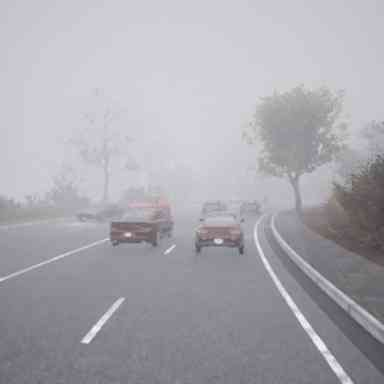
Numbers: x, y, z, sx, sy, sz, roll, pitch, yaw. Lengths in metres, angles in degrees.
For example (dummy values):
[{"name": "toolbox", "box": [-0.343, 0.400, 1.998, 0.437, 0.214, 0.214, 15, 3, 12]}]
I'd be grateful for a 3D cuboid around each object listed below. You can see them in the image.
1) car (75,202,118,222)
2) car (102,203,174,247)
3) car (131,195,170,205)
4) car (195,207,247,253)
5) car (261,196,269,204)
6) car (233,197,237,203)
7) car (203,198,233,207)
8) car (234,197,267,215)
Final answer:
[{"name": "car", "box": [-7.254, 1.556, 26.898, 2.033, 1.411, 5.357, 0, 0, 13]}, {"name": "car", "box": [-2.116, 1.495, 15.239, 1.882, 1.535, 5.008, 0, 0, 8]}, {"name": "car", "box": [-3.421, 1.249, 27.759, 2.150, 2.045, 5.566, 0, 0, 14]}, {"name": "car", "box": [1.234, 1.555, 13.920, 1.812, 1.442, 4.674, 0, 0, 8]}, {"name": "car", "box": [13.729, 1.654, 65.722, 1.837, 1.490, 4.892, 0, 0, 34]}, {"name": "car", "box": [8.708, 1.650, 64.535, 1.812, 1.442, 4.674, 0, 0, 33]}, {"name": "car", "box": [2.457, 1.557, 34.640, 2.128, 1.511, 4.902, 0, 0, 18]}, {"name": "car", "box": [6.244, 1.578, 34.950, 2.128, 1.511, 4.902, 0, 0, 18]}]
